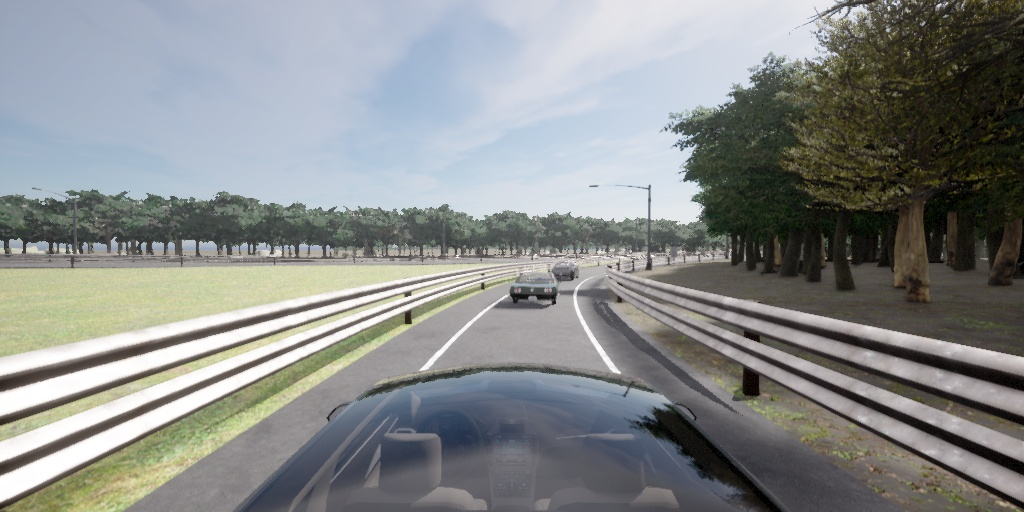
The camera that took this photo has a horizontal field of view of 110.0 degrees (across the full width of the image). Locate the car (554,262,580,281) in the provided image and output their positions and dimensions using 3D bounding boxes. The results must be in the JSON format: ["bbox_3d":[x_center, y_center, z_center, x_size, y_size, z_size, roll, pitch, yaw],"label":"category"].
[{"bbox_3d":[4.598,1.252,30.484,2.128,1.511,4.902,0,0,18],"label":"car"}]

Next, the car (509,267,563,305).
[{"bbox_3d":[1.160,1.364,16.196,1.895,1.301,4.718,0,0,9],"label":"car"}]
